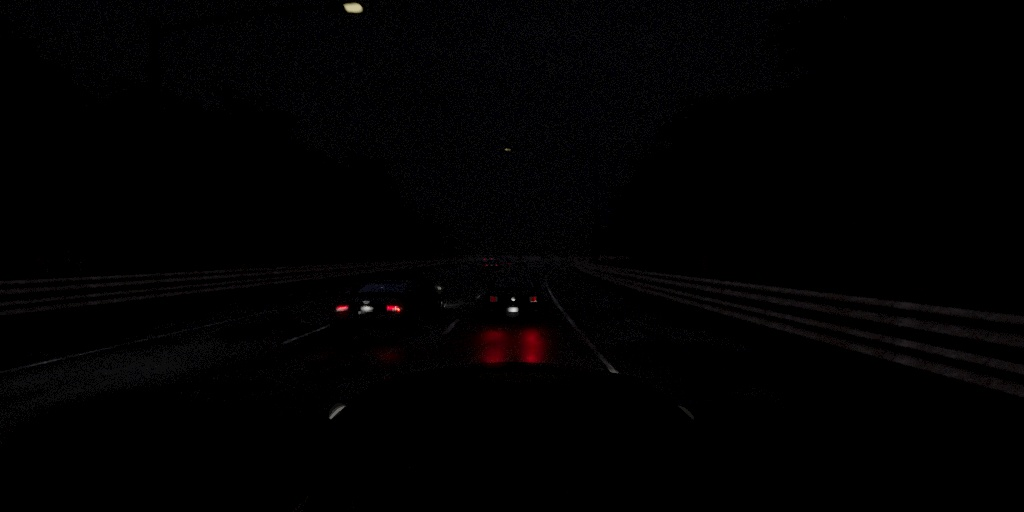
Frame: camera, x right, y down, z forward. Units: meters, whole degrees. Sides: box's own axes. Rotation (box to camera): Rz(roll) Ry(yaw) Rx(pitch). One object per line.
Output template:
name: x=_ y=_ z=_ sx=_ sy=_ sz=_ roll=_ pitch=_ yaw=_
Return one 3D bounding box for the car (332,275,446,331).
car: x=-3.398 y=1.294 z=10.979 sx=2.033 sy=1.411 sz=5.357 roll=0 pitch=0 yaw=1

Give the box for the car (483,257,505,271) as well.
car: x=-2.429 y=1.212 z=47.458 sx=2.033 sy=1.411 sz=5.357 roll=0 pitch=0 yaw=2

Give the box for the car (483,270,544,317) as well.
car: x=0.075 y=1.348 z=13.167 sx=1.895 sy=1.301 sz=4.718 roll=0 pitch=0 yaw=1
